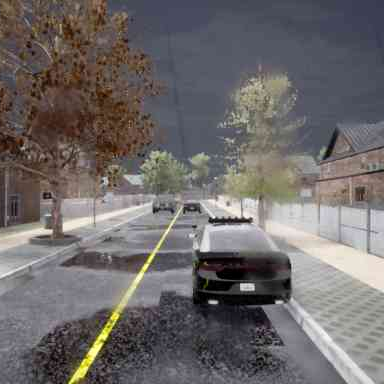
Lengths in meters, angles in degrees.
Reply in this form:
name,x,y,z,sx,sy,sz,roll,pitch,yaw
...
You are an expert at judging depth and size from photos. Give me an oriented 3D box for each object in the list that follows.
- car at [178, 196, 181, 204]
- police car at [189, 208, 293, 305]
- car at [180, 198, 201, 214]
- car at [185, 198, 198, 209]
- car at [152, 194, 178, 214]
name,x,y,z,sx,sy,sz,roll,pitch,yaw
car,-2.875,1.537,60.650,1.882,1.535,5.008,0,0,0
police car,0.945,1.430,8.288,1.930,1.638,5.238,0,0,0
car,0.004,1.503,36.279,1.882,1.535,5.008,0,0,0
car,-0.044,1.564,46.724,1.812,1.442,4.674,0,0,0
car,-2.923,1.246,35.381,2.150,2.045,5.566,0,0,0
